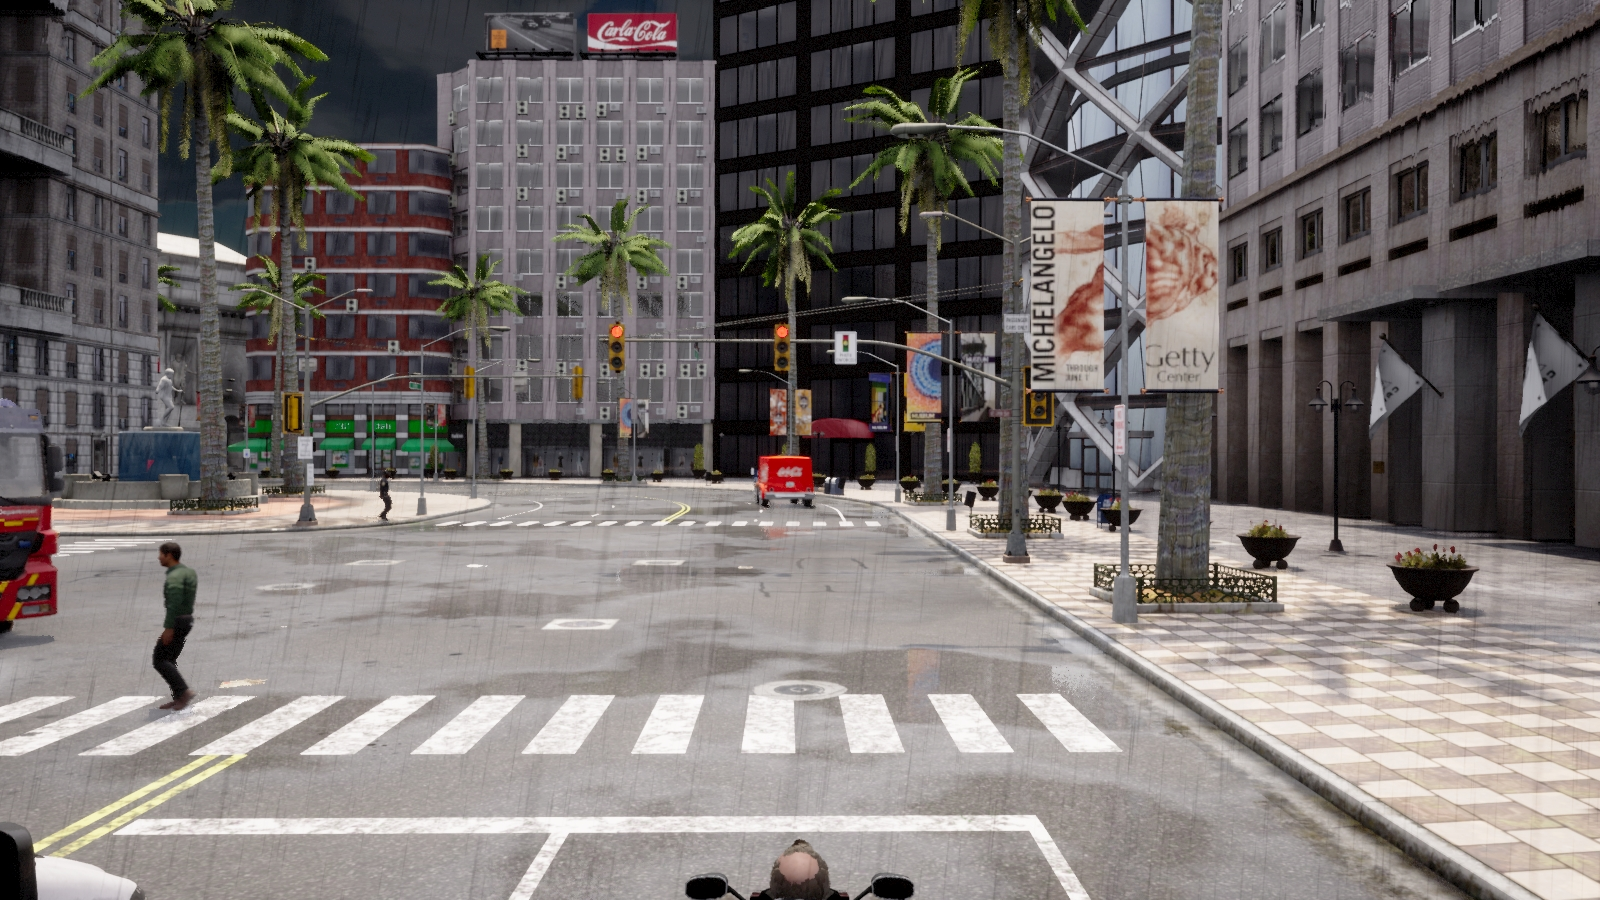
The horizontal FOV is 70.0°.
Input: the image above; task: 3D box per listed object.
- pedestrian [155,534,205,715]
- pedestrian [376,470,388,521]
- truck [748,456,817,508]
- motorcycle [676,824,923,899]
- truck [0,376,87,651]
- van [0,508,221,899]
[{"bbox_3d":[-6.601,1.842,12.182,0.375,1.860,0.375,0,0,-12],"label":"pedestrian"},{"bbox_3d":[-15.358,1.679,41.959,0.375,1.860,0.375,0,0,-15],"label":"pedestrian"},{"bbox_3d":[-0.938,1.545,57.466,2.627,2.467,5.204,0,0,-11],"label":"truck"},{"bbox_3d":[-0.001,2.203,3.717,0.867,1.251,2.209,0,0,0],"label":"motorcycle"},{"bbox_3d":[-14.845,0.883,17.911,8.468,3.827,2.891,0,0,33],"label":"truck"},{"bbox_3d":[-3.507,1.533,1.998,1.988,2.561,5.915,0,0,0],"label":"van"}]
